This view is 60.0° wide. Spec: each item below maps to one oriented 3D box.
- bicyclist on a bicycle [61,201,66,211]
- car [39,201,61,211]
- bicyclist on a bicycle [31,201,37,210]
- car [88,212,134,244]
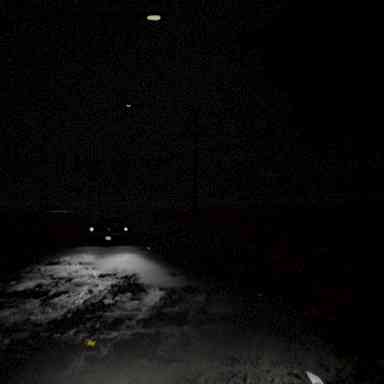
[{"bbox_3d":[-22.507,2.450,58.144,1.656,1.620,0.582,-2,-4,40],"label":"bicyclist on a bicycle"},{"bbox_3d":[-22.713,2.269,52.995,4.892,1.490,1.837,-2,-4,44],"label":"car"},{"bbox_3d":[-30.297,2.518,63.804,1.843,1.776,0.659,-1,-3,31],"label":"bicyclist on a bicycle"},{"bbox_3d":[-3.875,1.691,16.417,1.895,1.301,4.718,0,0,-8],"label":"car"}]
